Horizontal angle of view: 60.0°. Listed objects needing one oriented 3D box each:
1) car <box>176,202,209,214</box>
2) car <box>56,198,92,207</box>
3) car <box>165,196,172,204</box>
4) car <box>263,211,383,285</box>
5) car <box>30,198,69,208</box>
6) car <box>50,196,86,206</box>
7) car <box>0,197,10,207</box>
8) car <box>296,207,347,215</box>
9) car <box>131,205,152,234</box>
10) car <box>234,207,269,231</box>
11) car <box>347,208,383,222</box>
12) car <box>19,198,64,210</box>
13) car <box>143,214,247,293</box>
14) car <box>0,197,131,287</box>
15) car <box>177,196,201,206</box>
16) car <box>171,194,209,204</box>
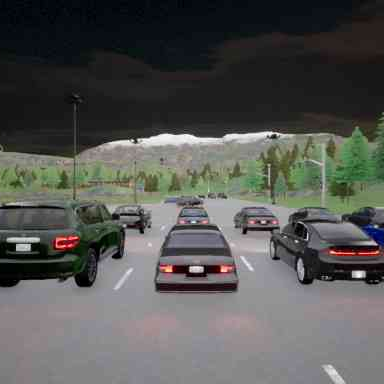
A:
[{"bbox_3d":[0.059,1.547,19.028,2.033,1.411,5.357,0,0,0],"label":"car"},{"bbox_3d":[-17.683,1.601,50.107,4.718,1.301,1.895,0,0,-2],"label":"car"},{"bbox_3d":[-4.075,1.547,66.069,2.033,1.411,5.357,0,0,7],"label":"car"},{"bbox_3d":[3.562,1.505,9.513,1.837,1.490,4.892,0,0,0],"label":"car"},{"bbox_3d":[-19.878,1.526,46.527,4.674,1.442,1.812,0,0,-1],"label":"car"},{"bbox_3d":[-19.923,1.492,53.525,4.902,1.511,2.128,0,0,-1],"label":"car"},{"bbox_3d":[-30.251,1.504,49.924,4.892,1.490,1.837,0,0,0],"label":"car"},{"bbox_3d":[7.053,1.564,19.424,1.994,1.385,4.181,0,0,0],"label":"car"},{"bbox_3d":[-3.446,1.492,19.199,2.128,1.511,4.902,0,0,0],"label":"car"},{"bbox_3d":[3.553,1.547,19.009,2.033,1.411,5.357,0,0,0],"label":"car"},{"bbox_3d":[7.077,1.478,10.440,1.882,1.535,5.008,0,0,0],"label":"car"},{"bbox_3d":[-19.410,1.492,43.031,4.902,1.511,2.128,0,0,-1],"label":"car"},{"bbox_3d":[0.080,1.547,8.962,2.033,1.411,5.357,0,0,0],"label":"car"},{"bbox_3d":[-3.424,1.221,9.452,2.150,2.045,5.566,0,0,0],"label":"car"},{"bbox_3d":[-0.487,1.505,55.801,1.837,1.490,4.892,1,1,30],"label":"car"},{"bbox_3d":[-0.248,1.491,50.176,2.128,1.511,4.902,0,0,43],"label":"car"}]
